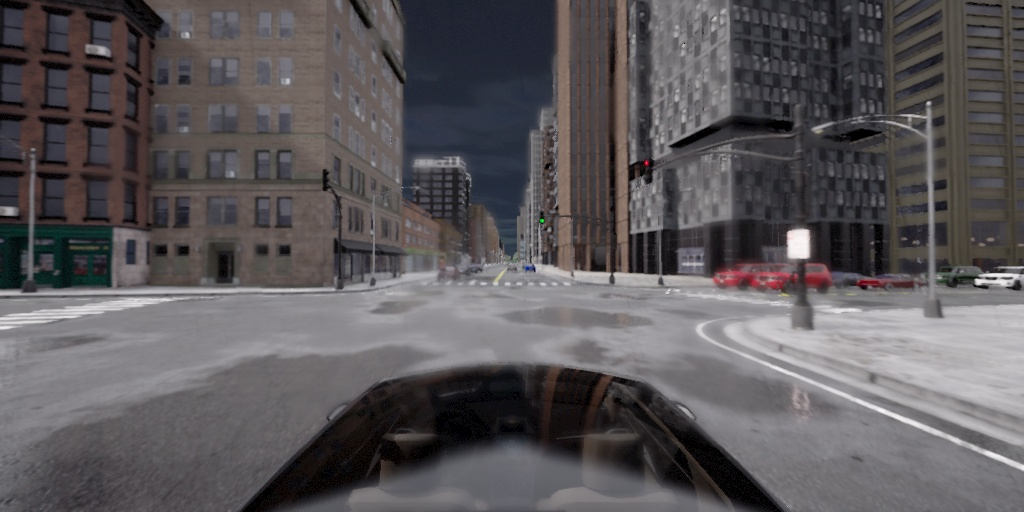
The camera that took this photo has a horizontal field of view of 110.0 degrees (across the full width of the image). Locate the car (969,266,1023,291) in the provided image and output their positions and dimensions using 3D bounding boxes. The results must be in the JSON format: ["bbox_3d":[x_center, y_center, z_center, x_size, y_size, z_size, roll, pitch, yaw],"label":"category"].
[{"bbox_3d":[43.654,1.935,31.251,5.566,2.045,2.150,1,-1,-11],"label":"car"}]

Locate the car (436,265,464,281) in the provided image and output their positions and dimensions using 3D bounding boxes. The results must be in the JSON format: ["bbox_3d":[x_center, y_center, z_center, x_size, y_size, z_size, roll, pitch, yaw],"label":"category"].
[{"bbox_3d":[-6.582,1.799,37.863,1.812,1.442,4.674,0,-1,0],"label":"car"}]

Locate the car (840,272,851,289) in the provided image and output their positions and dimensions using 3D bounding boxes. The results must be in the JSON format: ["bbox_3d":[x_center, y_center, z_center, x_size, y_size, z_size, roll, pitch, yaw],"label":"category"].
[{"bbox_3d":[28.766,2.108,31.167,5.357,1.411,2.033,1,-1,-15],"label":"car"}]

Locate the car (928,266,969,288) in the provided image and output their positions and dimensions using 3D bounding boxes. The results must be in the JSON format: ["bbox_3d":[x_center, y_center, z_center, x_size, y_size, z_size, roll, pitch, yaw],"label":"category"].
[{"bbox_3d":[41.967,1.981,34.225,5.566,2.045,2.150,1,-1,-11],"label":"car"}]

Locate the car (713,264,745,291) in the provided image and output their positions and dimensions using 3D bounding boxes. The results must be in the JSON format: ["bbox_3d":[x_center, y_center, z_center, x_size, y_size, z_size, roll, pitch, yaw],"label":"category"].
[{"bbox_3d":[18.776,1.627,28.375,5.566,2.045,2.150,1,-1,-16],"label":"car"}]

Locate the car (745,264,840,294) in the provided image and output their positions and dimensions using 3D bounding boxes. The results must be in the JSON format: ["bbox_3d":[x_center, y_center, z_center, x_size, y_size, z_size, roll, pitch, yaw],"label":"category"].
[{"bbox_3d":[19.771,1.569,25.287,5.566,2.045,2.150,1,-1,-17],"label":"car"}]

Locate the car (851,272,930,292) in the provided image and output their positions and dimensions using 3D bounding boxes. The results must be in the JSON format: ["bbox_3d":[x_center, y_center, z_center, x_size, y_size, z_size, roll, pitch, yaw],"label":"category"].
[{"bbox_3d":[29.509,2.100,27.998,4.718,1.301,1.895,1,-1,-14],"label":"car"}]

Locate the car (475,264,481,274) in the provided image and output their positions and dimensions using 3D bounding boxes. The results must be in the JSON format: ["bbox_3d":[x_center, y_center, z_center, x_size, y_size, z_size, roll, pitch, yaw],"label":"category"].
[{"bbox_3d":[-6.540,2.125,57.783,1.994,1.385,4.181,0,-1,0],"label":"car"}]

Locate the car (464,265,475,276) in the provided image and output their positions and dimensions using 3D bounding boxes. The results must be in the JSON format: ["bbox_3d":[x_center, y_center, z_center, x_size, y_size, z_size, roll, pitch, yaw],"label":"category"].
[{"bbox_3d":[-6.572,1.910,47.823,2.128,1.511,4.902,0,-1,0],"label":"car"}]
